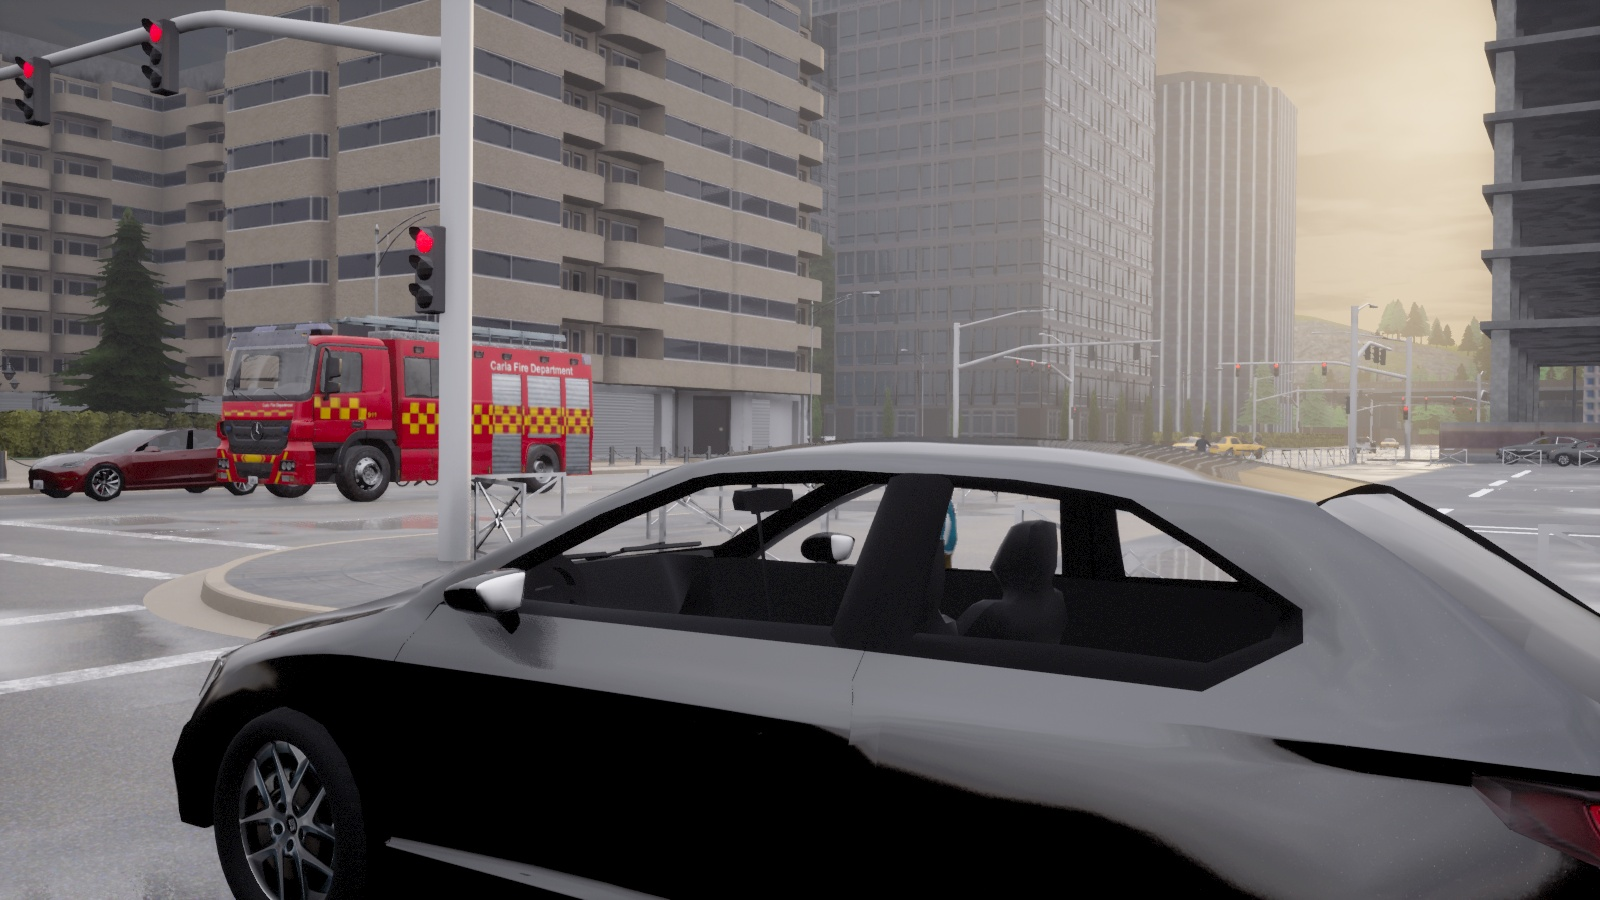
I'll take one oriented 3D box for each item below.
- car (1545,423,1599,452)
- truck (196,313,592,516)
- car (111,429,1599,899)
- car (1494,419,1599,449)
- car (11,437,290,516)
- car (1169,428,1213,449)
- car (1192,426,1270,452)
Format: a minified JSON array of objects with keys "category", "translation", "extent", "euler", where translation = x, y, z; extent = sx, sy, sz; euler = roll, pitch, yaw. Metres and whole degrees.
[{"category":"car","translation":[42.050,-0.664,66.379],"extent":[4.514,1.525,2.007],"euler":[0,1,32]},{"category":"truck","translation":[-8.614,-0.738,28.003],"extent":[2.891,3.827,8.468],"euler":[0,1,32]},{"category":"car","translation":[0.098,0.696,3.550],"extent":[4.193,1.474,1.816],"euler":[0,1,33]},{"category":"car","translation":[41.957,-0.889,70.566],"extent":[5.027,1.651,2.152],"euler":[0,1,32]},{"category":"car","translation":[-13.616,0.491,26.643],"extent":[2.163,1.488,4.792],"euler":[0,1,32]},{"category":"car","translation":[29.585,-0.894,94.940],"extent":[1.801,1.575,5.366],"euler":[0,1,32]},{"category":"car","translation":[27.931,-0.720,81.276],"extent":[5.366,1.575,1.801],"euler":[-1,1,-32]}]
